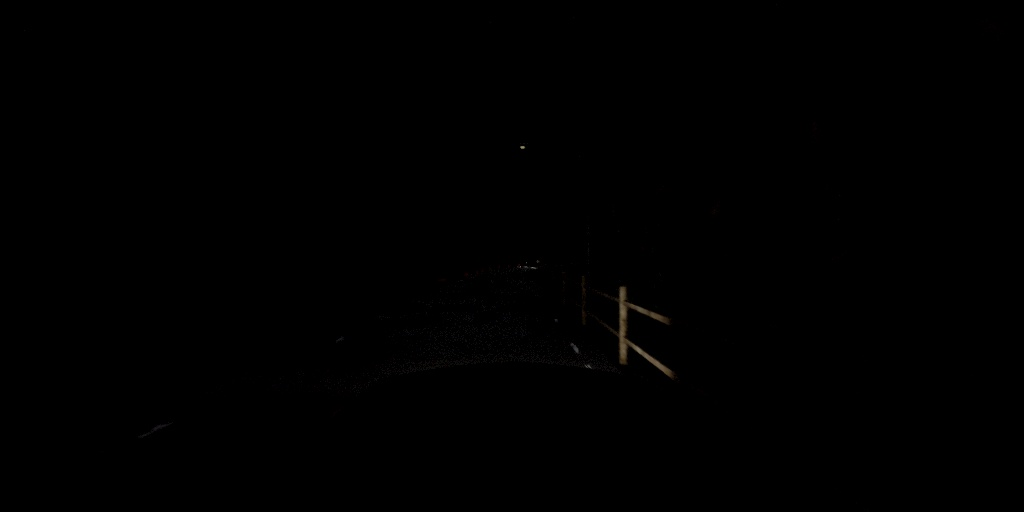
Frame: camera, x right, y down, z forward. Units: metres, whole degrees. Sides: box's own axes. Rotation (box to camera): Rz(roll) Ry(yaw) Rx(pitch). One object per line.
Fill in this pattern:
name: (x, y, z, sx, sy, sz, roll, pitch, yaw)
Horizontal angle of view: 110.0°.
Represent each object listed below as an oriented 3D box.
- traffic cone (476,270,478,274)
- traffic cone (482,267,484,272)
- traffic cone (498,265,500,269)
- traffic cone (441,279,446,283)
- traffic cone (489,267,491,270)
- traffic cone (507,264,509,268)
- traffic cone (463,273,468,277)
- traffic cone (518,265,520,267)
traffic cone: (-3.849, 1.691, 39.566, 0.340, 0.580, 0.340, 0, 0, 0)
traffic cone: (-3.673, 1.679, 44.748, 0.340, 0.580, 0.340, 0, 0, 4)
traffic cone: (-2.042, 1.650, 55.017, 0.340, 0.580, 0.340, 0, 0, 14)
traffic cone: (-4.994, 1.543, 26.922, 0.340, 0.580, 0.340, 0, 0, -11)
traffic cone: (-3.069, 1.665, 49.916, 0.340, 0.580, 0.340, 0, 0, 9)
traffic cone: (-0.596, 1.634, 60.015, 0.340, 0.580, 0.340, 0, 0, 19)
traffic cone: (-4.275, 1.529, 34.658, 0.340, 0.580, 0.340, 0, 0, 16)
traffic cone: (1.257, 1.617, 64.878, 0.340, 0.580, 0.340, 0, 0, 23)
